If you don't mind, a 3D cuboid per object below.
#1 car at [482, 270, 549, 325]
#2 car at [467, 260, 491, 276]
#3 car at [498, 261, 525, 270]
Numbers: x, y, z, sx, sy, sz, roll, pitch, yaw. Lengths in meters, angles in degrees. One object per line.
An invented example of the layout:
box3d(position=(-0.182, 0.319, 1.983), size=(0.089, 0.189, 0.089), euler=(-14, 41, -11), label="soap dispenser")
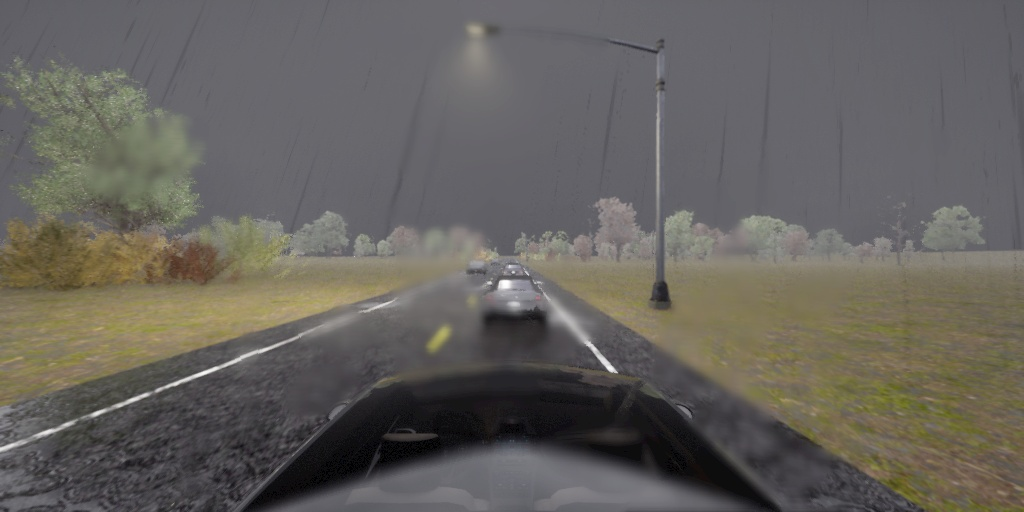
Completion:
box3d(position=(0.099, 1.314, 11.809), size=(1.994, 1.385, 4.181), euler=(0, 0, 0), label="car")
box3d(position=(-3.592, 1.225, 38.053), size=(1.882, 1.535, 5.008), euler=(0, 0, 0), label="car")
box3d(position=(0.100, 1.296, 29.849), size=(2.033, 1.411, 5.357), euler=(0, 0, 0), label="car")
